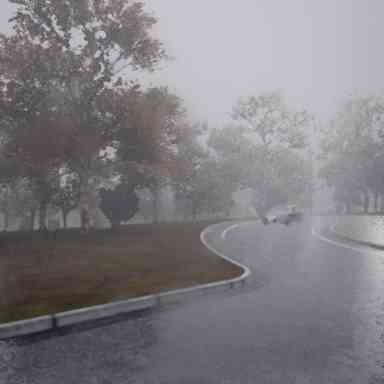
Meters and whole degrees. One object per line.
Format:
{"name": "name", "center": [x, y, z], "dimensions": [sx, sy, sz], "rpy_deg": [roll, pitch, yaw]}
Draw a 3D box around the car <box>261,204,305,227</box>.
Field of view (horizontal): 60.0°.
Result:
{"name": "car", "center": [6.698, 1.622, 24.280], "dimensions": [2.128, 1.511, 4.902], "rpy_deg": [0, -1, 36]}
